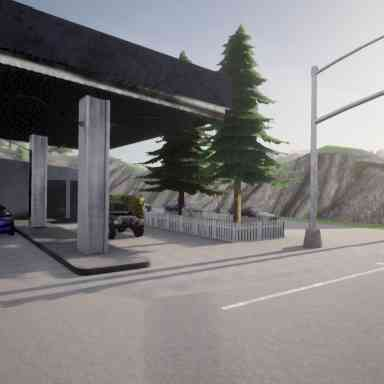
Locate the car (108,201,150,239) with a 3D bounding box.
[{"bbox_3d":[-4.248,1.448,18.395,1.905,1.878,3.866,1,0,-35],"label":"car"}]

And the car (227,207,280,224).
[{"bbox_3d":[4.548,1.815,24.883,1.994,1.385,4.181,1,0,-35],"label":"car"}]

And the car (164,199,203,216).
[{"bbox_3d":[-0.856,1.541,32.721,2.097,1.767,4.553,1,0,-35],"label":"car"}]

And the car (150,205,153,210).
[{"bbox_3d":[-6.889,1.666,41.467,2.033,1.411,5.357,1,0,-34],"label":"car"}]

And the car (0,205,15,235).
[{"bbox_3d":[-11.376,1.525,18.673,2.242,1.667,4.611,1,0,-35],"label":"car"}]
